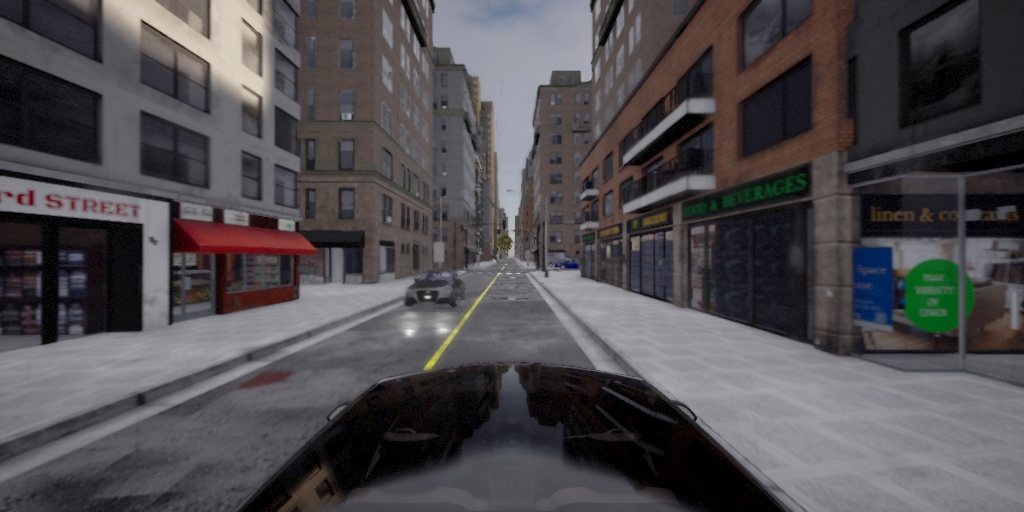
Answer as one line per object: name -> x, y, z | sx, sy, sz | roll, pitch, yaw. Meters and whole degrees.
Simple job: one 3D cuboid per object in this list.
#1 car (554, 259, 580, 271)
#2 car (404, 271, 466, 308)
car -> 8.010, 1.100, 47.348 | 5.008, 1.535, 1.882 | 0, 0, 0
car -> -3.101, 1.323, 15.170 | 1.994, 1.385, 4.181 | 0, 0, 0
